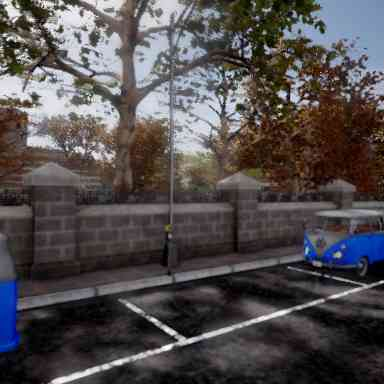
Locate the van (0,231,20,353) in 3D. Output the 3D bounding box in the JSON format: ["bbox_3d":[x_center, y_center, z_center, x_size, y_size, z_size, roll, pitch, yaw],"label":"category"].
[{"bbox_3d":[-4.081,1.329,3.653,3.998,1.788,1.690,1,0,-35],"label":"van"}]

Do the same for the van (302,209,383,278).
[{"bbox_3d":[5.091,1.435,10.191,3.998,1.788,1.690,1,0,-35],"label":"van"}]
